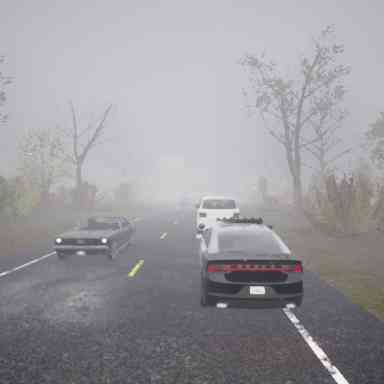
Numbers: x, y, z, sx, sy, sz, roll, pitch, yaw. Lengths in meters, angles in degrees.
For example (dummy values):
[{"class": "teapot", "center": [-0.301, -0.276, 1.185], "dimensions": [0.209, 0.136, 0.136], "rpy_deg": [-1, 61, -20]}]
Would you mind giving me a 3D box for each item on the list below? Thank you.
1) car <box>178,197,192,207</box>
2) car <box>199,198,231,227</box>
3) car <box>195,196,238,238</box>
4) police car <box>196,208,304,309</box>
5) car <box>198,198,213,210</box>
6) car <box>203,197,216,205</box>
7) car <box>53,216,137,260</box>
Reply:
[{"class": "car", "center": [-1.053, 1.618, 54.180], "dimensions": [1.837, 1.490, 4.892], "rpy_deg": [0, -1, 5]}, {"class": "car", "center": [1.582, 1.364, 23.880], "dimensions": [2.097, 1.767, 4.553], "rpy_deg": [0, 0, 2]}, {"class": "car", "center": [1.366, 1.231, 17.970], "dimensions": [2.150, 2.045, 5.566], "rpy_deg": [0, 0, 2]}, {"class": "police car", "center": [1.127, 1.427, 8.097], "dimensions": [1.930, 1.638, 5.238], "rpy_deg": [0, 0, 1]}, {"class": "car", "center": [1.927, 1.581, 46.355], "dimensions": [1.837, 1.490, 4.892], "rpy_deg": [0, 0, 5]}, {"class": "car", "center": [3.376, 1.704, 63.435], "dimensions": [2.033, 1.411, 5.357], "rpy_deg": [0, 0, 6]}, {"class": "car", "center": [-3.415, 1.605, 12.568], "dimensions": [1.895, 1.301, 4.718], "rpy_deg": [0, 0, 1]}]
